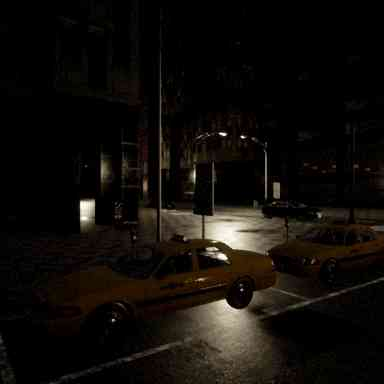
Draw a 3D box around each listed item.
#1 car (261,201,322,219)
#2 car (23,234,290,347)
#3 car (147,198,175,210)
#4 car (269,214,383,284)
[{"bbox_3d":[7.495,1.442,25.234,2.128,1.511,4.902,0,0,-36],"label":"car"},{"bbox_3d":[-0.468,1.526,6.305,4.829,1.417,1.752,0,0,-35],"label":"car"},{"bbox_3d":[-3.822,1.455,40.977,1.994,1.385,4.181,0,0,-36],"label":"car"},{"bbox_3d":[4.099,1.526,9.548,4.829,1.417,1.752,0,0,-35],"label":"car"}]
